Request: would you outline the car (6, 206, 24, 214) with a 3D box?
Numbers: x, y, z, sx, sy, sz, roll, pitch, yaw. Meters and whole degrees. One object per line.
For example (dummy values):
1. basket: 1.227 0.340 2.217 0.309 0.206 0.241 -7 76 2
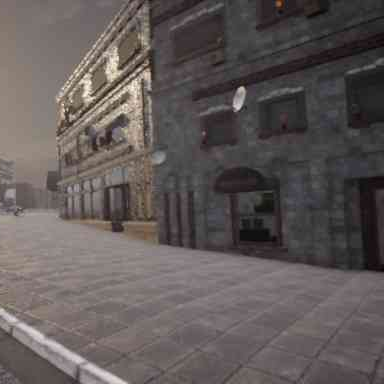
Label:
1. car: -32.020 3.196 60.350 2.033 1.411 5.357 -2 -1 -13
